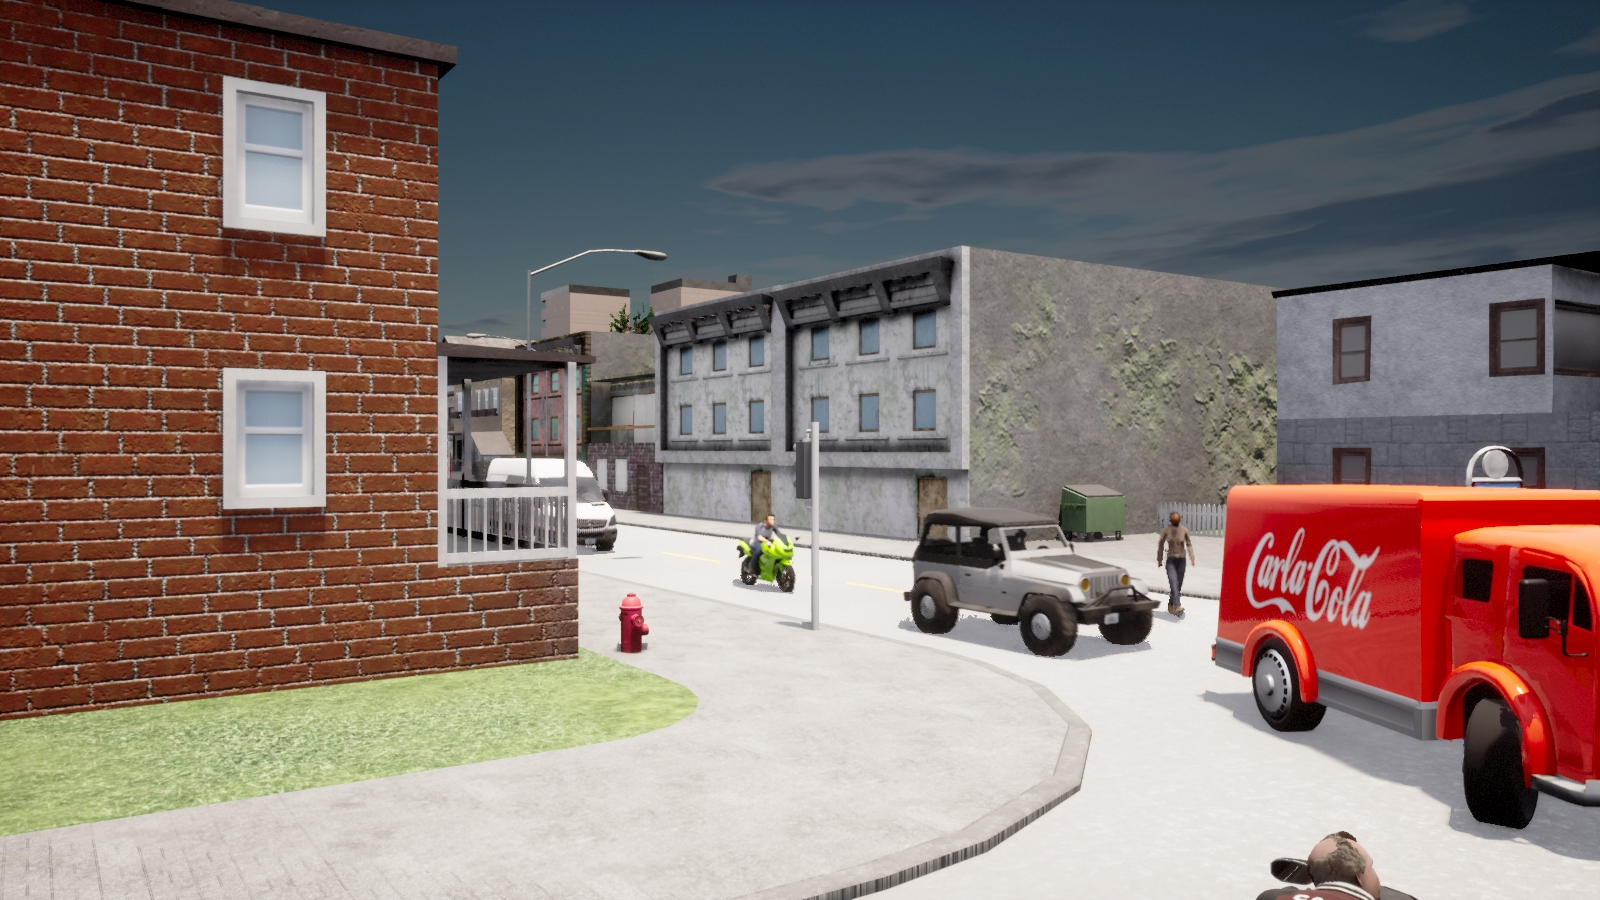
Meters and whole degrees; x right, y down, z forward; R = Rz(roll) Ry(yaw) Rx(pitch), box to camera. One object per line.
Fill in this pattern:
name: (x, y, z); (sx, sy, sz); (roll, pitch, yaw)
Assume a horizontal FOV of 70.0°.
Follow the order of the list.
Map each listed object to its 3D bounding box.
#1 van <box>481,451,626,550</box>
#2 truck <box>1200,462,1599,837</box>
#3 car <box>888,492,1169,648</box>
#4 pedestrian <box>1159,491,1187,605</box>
van: (-7.144, 1.314, 32.567); (1.988, 2.561, 5.915); (0, 0, -34)
truck: (6.072, 1.353, 10.337); (2.627, 2.467, 5.204); (0, 0, -6)
car: (3.277, 1.637, 17.038); (1.905, 1.878, 3.866); (0, 0, -35)
pedestrian: (6.228, 1.628, 19.065); (0.375, 1.860, 0.375); (0, 0, 7)
